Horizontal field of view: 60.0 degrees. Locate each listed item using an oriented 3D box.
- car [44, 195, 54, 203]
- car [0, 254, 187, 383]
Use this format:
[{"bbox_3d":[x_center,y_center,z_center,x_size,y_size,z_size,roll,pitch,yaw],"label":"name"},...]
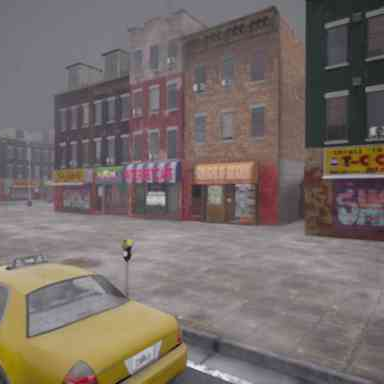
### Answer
[{"bbox_3d":[-17.970,0.780,45.899,1.812,1.442,4.674,0,2,35],"label":"car"},{"bbox_3d":[-2.335,1.523,4.468,4.829,1.417,1.752,0,0,35],"label":"car"}]
